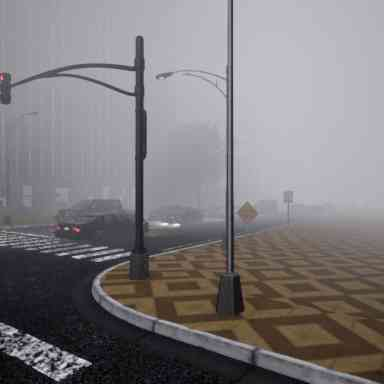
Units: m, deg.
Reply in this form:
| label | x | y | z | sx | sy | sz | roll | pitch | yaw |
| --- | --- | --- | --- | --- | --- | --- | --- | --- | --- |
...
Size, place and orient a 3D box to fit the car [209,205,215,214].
| label | x | y | z | sx | sy | sz | roll | pitch | yaw |
| --- | --- | --- | --- | --- | --- | --- | --- | --- | --- |
| car | 3.045 | 2.279 | 42.031 | 1.895 | 1.301 | 4.718 | 0 | -1 | 32 |

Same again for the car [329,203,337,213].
| label | x | y | z | sx | sy | sz | roll | pitch | yaw |
| --- | --- | --- | --- | --- | --- | --- | --- | --- | --- |
| car | 21.782 | 2.537 | 53.016 | 1.837 | 1.490 | 4.892 | 0 | -1 | 33 |

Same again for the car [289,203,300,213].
| label | x | y | z | sx | sy | sz | roll | pitch | yaw |
| --- | --- | --- | --- | --- | --- | --- | --- | --- | --- |
| car | 15.909 | 2.401 | 49.694 | 1.882 | 1.535 | 5.008 | 0 | -1 | 33 |

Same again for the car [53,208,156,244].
| label | x | y | z | sx | sy | sz | roll | pitch | yaw |
| --- | --- | --- | --- | --- | --- | --- | --- | --- | --- |
| car | -4.481 | 1.789 | 17.427 | 2.033 | 1.411 | 5.357 | 0 | -1 | 31 |

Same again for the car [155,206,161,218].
| label | x | y | z | sx | sy | sz | roll | pitch | yaw |
| --- | --- | --- | --- | --- | --- | --- | --- | --- | --- |
| car | -2.429 | 2.001 | 33.509 | 1.837 | 1.490 | 4.892 | 0 | -1 | 33 |

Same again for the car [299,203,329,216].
| label | x | y | z | sx | sy | sz | roll | pitch | yaw |
| --- | --- | --- | --- | --- | --- | --- | --- | --- | --- |
| car | 16.492 | 2.406 | 44.678 | 2.033 | 1.411 | 5.357 | 0 | -1 | 33 |

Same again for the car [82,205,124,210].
| label | x | y | z | sx | sy | sz | roll | pitch | yaw |
| --- | --- | --- | --- | --- | --- | --- | --- | --- | --- |
| car | -5.157 | 1.883 | 23.243 | 1.994 | 1.385 | 4.181 | 0 | -1 | 33 |

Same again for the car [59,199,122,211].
| label | x | y | z | sx | sy | sz | roll | pitch | yaw |
| --- | --- | --- | --- | --- | --- | --- | --- | --- | --- |
| car | -7.607 | 1.547 | 25.440 | 2.150 | 2.045 | 5.566 | 0 | -1 | 33 |

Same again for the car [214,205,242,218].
| label | x | y | z | sx | sy | sz | roll | pitch | yaw |
| --- | --- | --- | --- | --- | --- | --- | --- | --- | --- |
| car | 4.832 | 2.251 | 38.803 | 1.895 | 1.301 | 4.718 | 0 | -1 | 33 |

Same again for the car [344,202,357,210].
| label | x | y | z | sx | sy | sz | roll | pitch | yaw |
| --- | --- | --- | --- | --- | --- | --- | --- | --- | --- |
| car | 31.436 | 2.770 | 65.959 | 1.801 | 1.575 | 5.366 | 0 | -1 | 33 |

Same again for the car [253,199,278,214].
| label | x | y | z | sx | sy | sz | roll | pitch | yaw |
| --- | --- | --- | --- | --- | --- | --- | --- | --- | --- |
| car | 10.674 | 2.064 | 47.833 | 2.150 | 2.045 | 5.566 | 0 | -1 | 33 |

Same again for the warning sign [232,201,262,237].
| label | x | y | z | sx | sy | sz | roll | pitch | yaw |
| --- | --- | --- | --- | --- | --- | --- | --- | --- | --- |
| warning sign | 3.088 | 1.454 | 18.560 | 1.300 | 1.860 | 1.060 | 1 | 1 | 33 |

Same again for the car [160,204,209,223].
| label | x | y | z | sx | sy | sz | roll | pitch | yaw |
| --- | --- | --- | --- | --- | --- | --- | --- | --- | --- |
| car | -0.626 | 2.033 | 30.310 | 1.994 | 1.385 | 4.181 | 0 | -1 | 32 |
